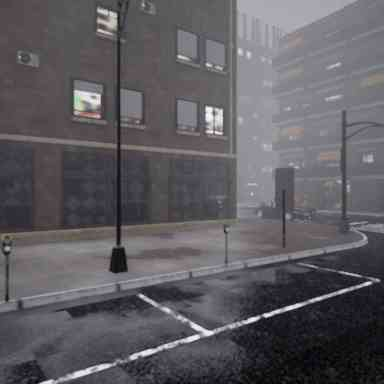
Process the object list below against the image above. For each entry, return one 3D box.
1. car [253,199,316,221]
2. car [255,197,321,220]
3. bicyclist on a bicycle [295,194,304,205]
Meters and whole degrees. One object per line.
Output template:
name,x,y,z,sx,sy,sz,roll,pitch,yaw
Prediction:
car,6.451,1.331,24.278,2.008,1.369,4.403,1,0,-36
car,7.648,1.238,27.023,1.882,1.535,5.008,0,1,-36
bicyclist on a bicycle,11.729,0.995,36.285,1.656,1.620,0.582,0,1,-36
